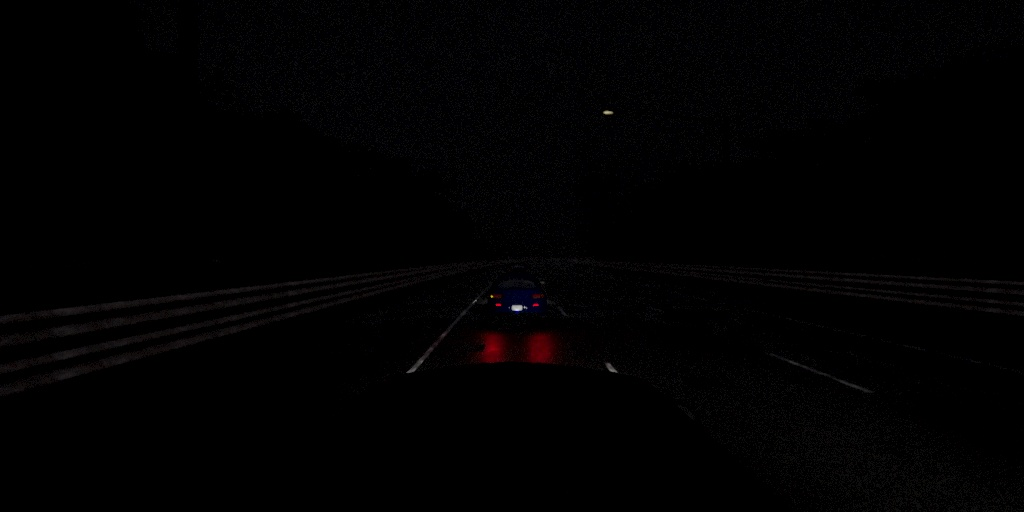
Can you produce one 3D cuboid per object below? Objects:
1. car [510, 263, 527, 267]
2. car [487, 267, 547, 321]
[{"bbox_3d":[0.509,1.307,29.855,1.812,1.442,4.674,0,0,2],"label":"car"},{"bbox_3d":[0.169,1.278,12.274,1.812,1.442,4.674,0,0,1],"label":"car"}]
